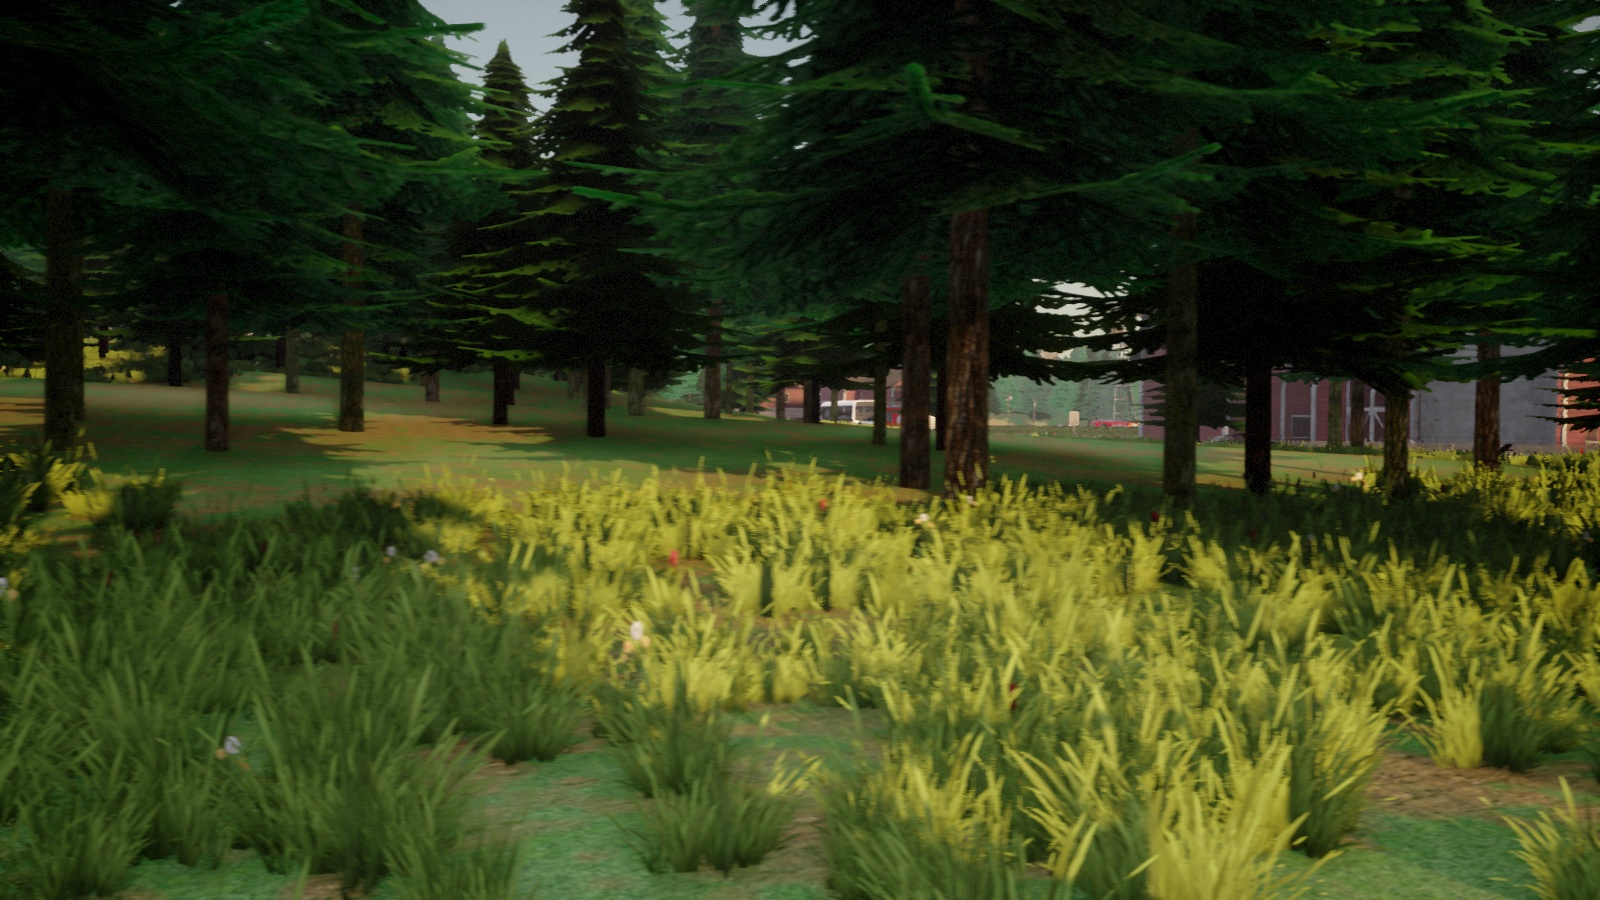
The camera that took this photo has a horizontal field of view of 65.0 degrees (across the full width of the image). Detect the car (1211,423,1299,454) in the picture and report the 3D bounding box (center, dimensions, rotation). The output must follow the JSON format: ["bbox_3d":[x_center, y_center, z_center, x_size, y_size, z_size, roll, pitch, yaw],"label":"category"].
[{"bbox_3d":[22.535,-0.586,62.299,1.816,1.474,4.193,-1,1,-20],"label":"car"}]
